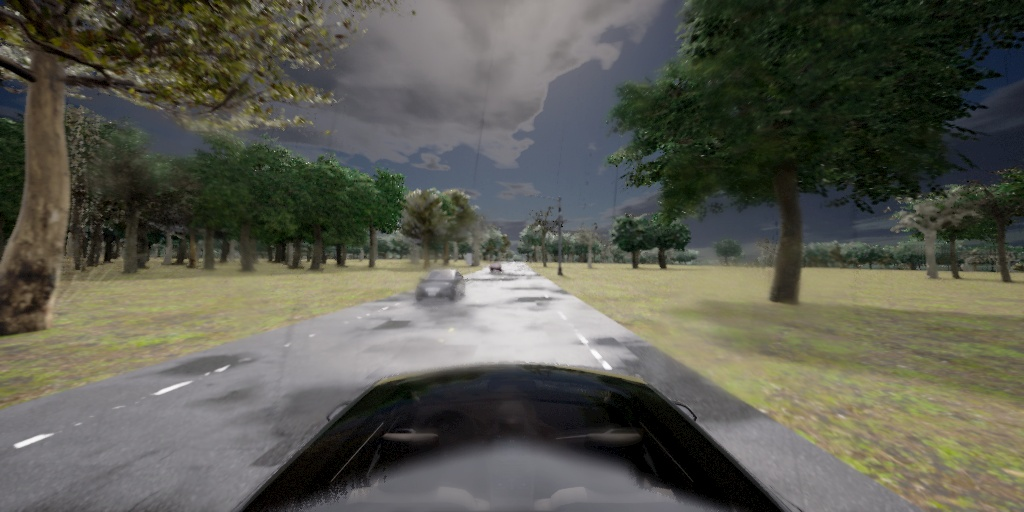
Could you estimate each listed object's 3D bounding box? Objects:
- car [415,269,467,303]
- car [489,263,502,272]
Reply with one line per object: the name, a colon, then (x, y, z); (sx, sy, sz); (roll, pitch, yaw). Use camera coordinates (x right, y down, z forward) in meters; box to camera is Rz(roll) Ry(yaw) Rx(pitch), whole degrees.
car: (-3.478, 1.428, 18.192); (2.128, 1.511, 4.902); (0, -1, 1)
car: (-2.697, 1.881, 60.228); (1.882, 1.535, 5.008); (0, -1, 2)
